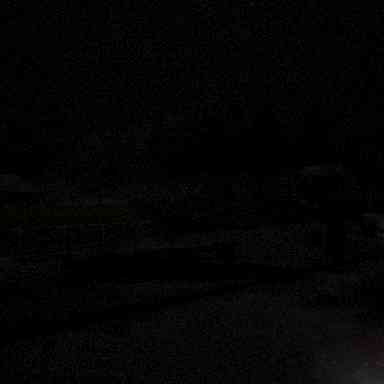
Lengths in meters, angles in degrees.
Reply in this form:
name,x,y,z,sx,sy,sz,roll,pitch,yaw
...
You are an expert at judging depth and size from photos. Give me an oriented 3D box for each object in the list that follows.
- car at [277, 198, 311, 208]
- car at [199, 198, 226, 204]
name,x,y,z,sx,sy,sz,roll,pitch,yaw
car,11.648,1.505,37.192,1.837,1.490,4.892,0,0,-35
car,3.068,1.600,49.491,1.895,1.301,4.718,0,0,-35
